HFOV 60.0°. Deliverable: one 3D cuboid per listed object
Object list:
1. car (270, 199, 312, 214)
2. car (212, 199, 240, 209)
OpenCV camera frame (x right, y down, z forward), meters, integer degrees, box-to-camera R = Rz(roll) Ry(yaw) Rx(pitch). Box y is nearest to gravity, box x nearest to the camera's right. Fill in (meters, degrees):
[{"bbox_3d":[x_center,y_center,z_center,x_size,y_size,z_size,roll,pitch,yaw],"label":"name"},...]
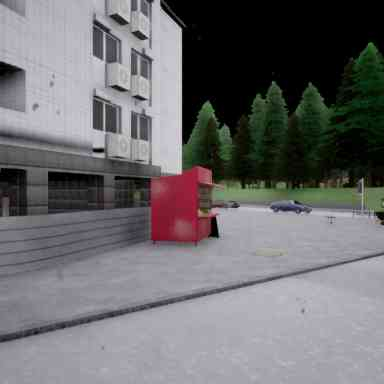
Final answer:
[{"bbox_3d":[10.543,1.526,35.685,1.812,1.442,4.674,0,0,-36],"label":"car"},{"bbox_3d":[4.423,1.564,44.251,1.994,1.385,4.181,0,0,-35],"label":"car"}]
